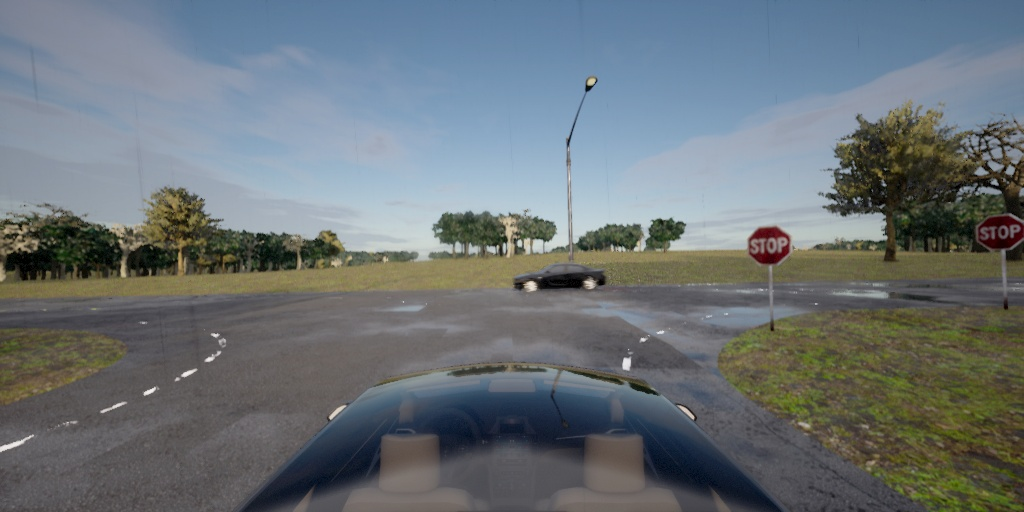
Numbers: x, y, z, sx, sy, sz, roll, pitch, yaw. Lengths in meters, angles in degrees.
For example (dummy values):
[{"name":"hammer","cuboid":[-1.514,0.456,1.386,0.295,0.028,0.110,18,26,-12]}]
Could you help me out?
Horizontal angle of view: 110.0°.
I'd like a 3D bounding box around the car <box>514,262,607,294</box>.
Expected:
[{"name":"car","cuboid":[2.577,1.134,19.528,5.008,1.535,1.882,-2,0,-1]}]
